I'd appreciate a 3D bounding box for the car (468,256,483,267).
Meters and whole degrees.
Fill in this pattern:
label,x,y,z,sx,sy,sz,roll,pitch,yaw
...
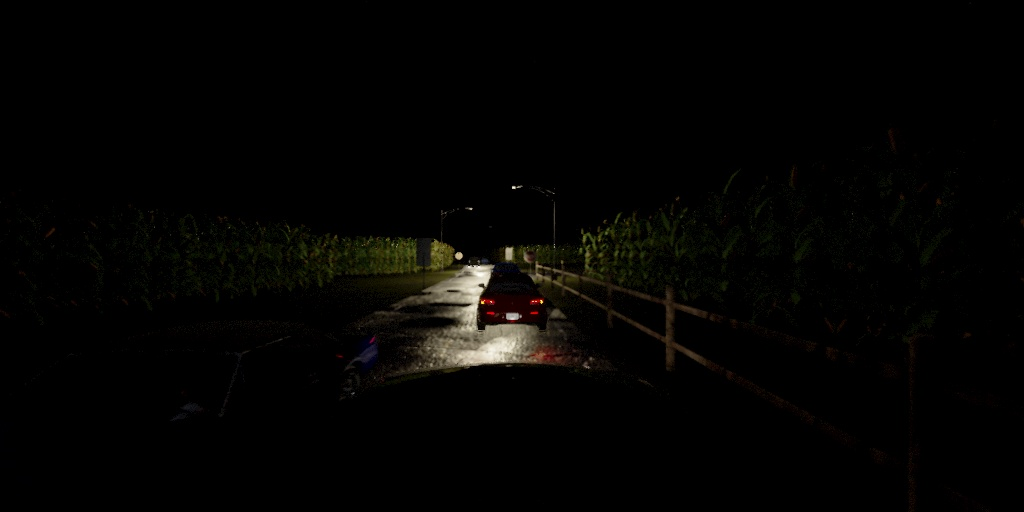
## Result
label,x,y,z,sx,sy,sz,roll,pitch,yaw
car,-6.712,0.979,63.834,2.097,1.767,4.553,0,0,-6

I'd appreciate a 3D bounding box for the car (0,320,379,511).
label,x,y,z,sx,sy,sz,roll,pitch,yaw
car,-2.872,1.347,3.019,1.895,1.301,4.718,0,0,0

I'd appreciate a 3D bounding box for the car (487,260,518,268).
label,x,y,z,sx,sy,sz,roll,pitch,yaw
car,-0.383,1.171,22.535,1.882,1.535,5.008,0,0,-1

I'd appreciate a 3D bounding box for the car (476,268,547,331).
label,x,y,z,sx,sy,sz,roll,pitch,yaw
car,-0.042,1.249,10.745,1.812,1.442,4.674,0,0,-1
